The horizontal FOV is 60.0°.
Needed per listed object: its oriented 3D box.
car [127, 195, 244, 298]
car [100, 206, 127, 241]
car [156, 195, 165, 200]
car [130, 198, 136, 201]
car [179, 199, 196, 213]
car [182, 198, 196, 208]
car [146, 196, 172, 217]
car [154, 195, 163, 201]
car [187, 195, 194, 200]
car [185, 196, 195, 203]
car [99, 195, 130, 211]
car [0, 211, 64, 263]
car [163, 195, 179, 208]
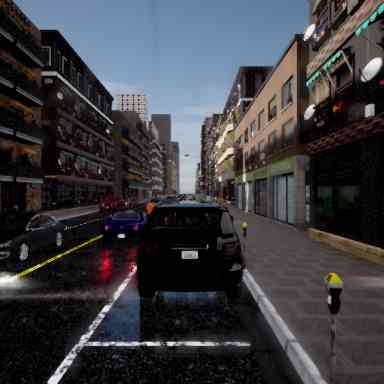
[{"bbox_3d":[-0.038,1.229,8.679,2.150,2.045,5.566,0,0,0],"label":"car"},{"bbox_3d":[-3.044,1.601,16.642,1.895,1.301,4.718,0,0,0],"label":"car"},{"bbox_3d":[-8.834,1.539,93.519,2.008,1.369,4.403,0,0,0],"label":"car"},{"bbox_3d":[-8.834,1.439,42.793,1.967,1.590,4.097,0,0,0],"label":"car"},{"bbox_3d":[-0.454,1.525,37.323,1.752,1.417,4.829,0,0,0],"label":"car"},{"bbox_3d":[-0.454,1.543,48.426,1.887,1.381,4.507,0,0,0],"label":"car"},{"bbox_3d":[-3.146,1.351,32.468,2.097,1.767,4.553,0,0,0],"label":"car"},{"bbox_3d":[-8.834,1.541,87.882,2.008,1.369,4.403,0,0,0],"label":"car"},{"bbox_3d":[-0.452,1.513,93.685,1.752,1.417,4.829,0,0,0],"label":"car"},{"bbox_3d":[-0.453,1.545,70.970,2.008,1.369,4.403,0,0,0],"label":"car"},{"bbox_3d":[-8.833,1.314,37.157,2.192,1.841,5.009,0,0,0],"label":"car"},{"bbox_3d":[-6.246,1.505,12.027,1.837,1.490,4.892,0,0,0],"label":"car"},{"bbox_3d":[-3.044,1.350,49.479,2.097,1.767,4.553,0,0,0],"label":"car"}]
